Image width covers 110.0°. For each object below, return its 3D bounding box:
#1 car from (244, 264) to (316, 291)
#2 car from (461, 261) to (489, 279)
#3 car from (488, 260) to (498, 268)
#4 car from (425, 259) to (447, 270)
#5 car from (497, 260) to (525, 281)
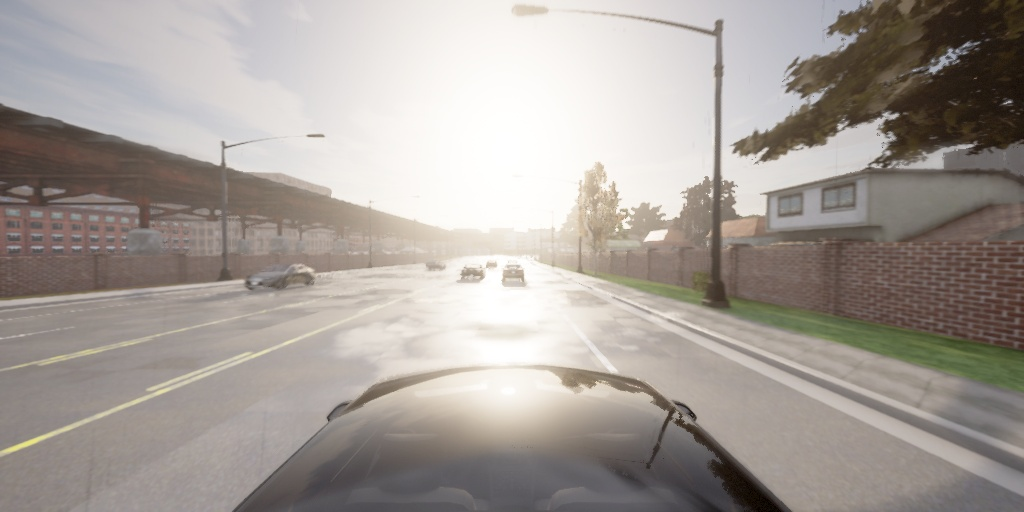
[{"bbox_3d":[-14.086,1.238,22.090,2.128,1.511,4.902,0,0,0],"label":"car"},{"bbox_3d":[-3.400,1.347,32.515,1.895,1.301,4.718,0,0,0],"label":"car"},{"bbox_3d":[-3.399,1.344,61.530,1.895,1.301,4.718,0,0,0],"label":"car"},{"bbox_3d":[-10.507,1.345,50.680,1.895,1.301,4.718,0,0,0],"label":"car"},{"bbox_3d":[0.101,1.294,29.686,2.033,1.411,5.357,0,0,0],"label":"car"}]
